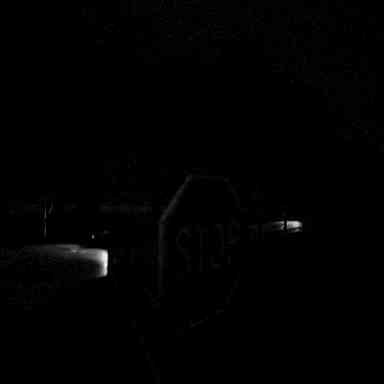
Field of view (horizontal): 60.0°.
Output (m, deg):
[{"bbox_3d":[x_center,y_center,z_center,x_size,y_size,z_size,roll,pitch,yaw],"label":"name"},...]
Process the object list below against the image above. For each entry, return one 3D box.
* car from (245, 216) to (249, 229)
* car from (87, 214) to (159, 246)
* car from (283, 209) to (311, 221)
[{"bbox_3d":[2.849,2.227,26.104,1.812,1.442,4.674,1,-1,36],"label":"car"},{"bbox_3d":[-3.297,1.938,17.732,1.812,1.442,4.674,1,-1,37],"label":"car"},{"bbox_3d":[12.327,2.655,39.050,1.895,1.301,4.718,1,-1,36],"label":"car"}]
